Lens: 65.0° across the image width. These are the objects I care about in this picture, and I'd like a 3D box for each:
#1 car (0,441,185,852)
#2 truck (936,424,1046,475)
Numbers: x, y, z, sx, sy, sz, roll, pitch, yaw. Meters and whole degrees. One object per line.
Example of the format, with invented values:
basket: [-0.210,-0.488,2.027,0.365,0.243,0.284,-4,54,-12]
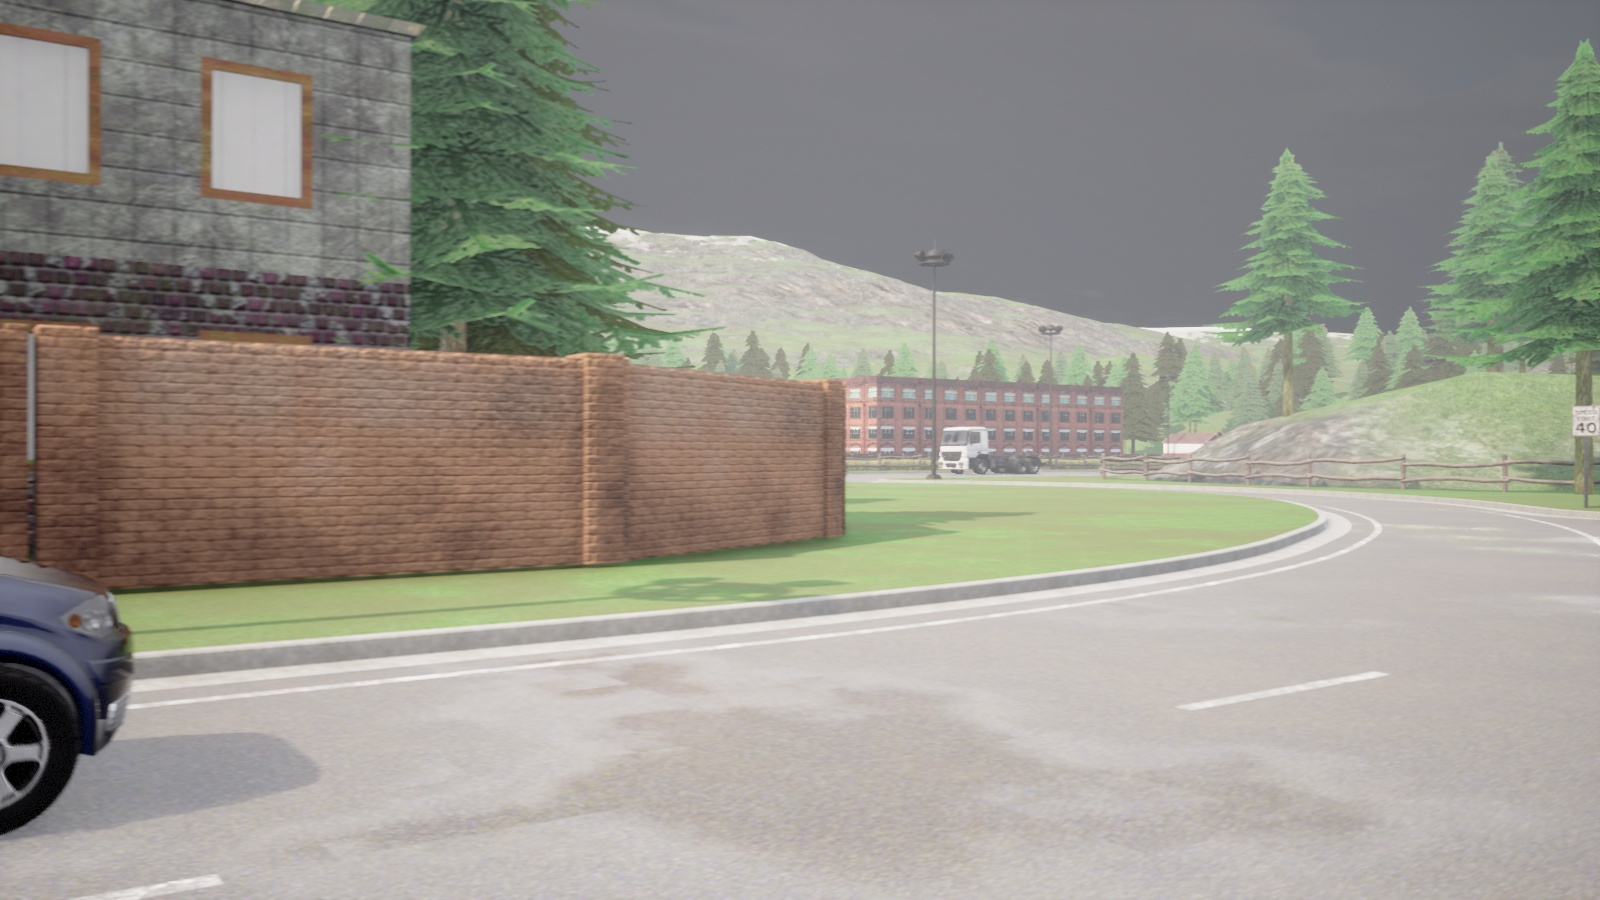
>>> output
car: [-4.528,0.745,4.771,3.705,1.549,1.789,0,0,-35]
truck: [13.643,-0.047,89.444,7.936,3.462,2.891,0,0,-34]
